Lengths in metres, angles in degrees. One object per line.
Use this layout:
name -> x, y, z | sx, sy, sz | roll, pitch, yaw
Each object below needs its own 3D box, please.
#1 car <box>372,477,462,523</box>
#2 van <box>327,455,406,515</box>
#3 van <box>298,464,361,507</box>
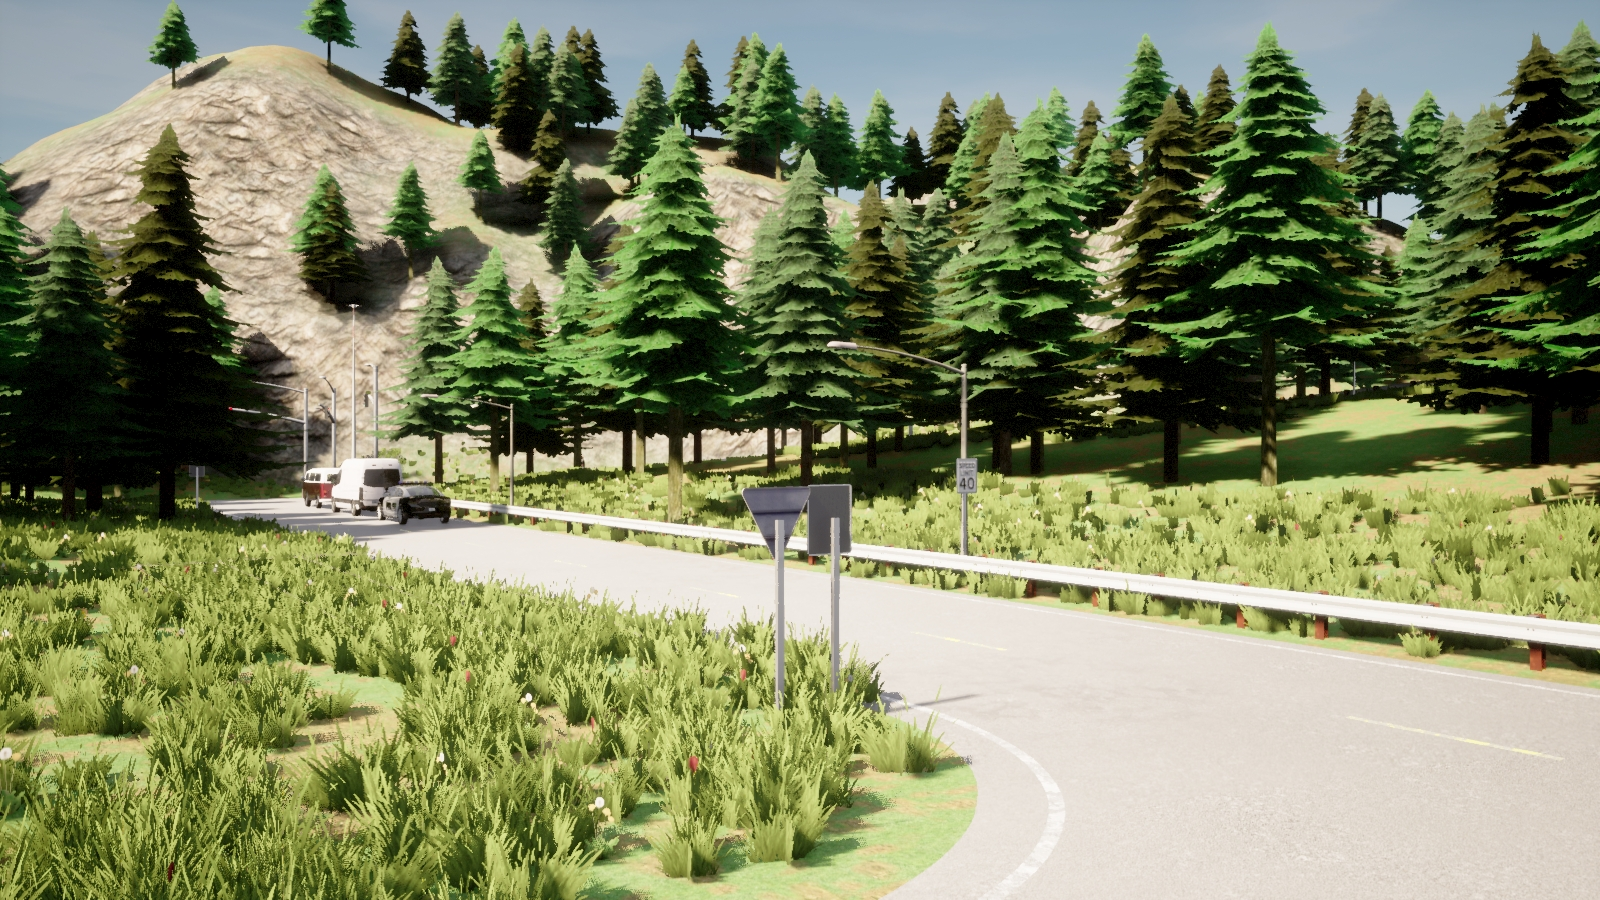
car -> -15.723, 1.982, 46.760 | 2.097, 1.638, 5.238 | 0, 0, -35
van -> -20.079, 1.534, 52.765 | 1.988, 2.561, 5.915 | 0, 0, -35
van -> -24.143, 1.782, 58.581 | 2.069, 2.038, 4.480 | 0, 0, -35
